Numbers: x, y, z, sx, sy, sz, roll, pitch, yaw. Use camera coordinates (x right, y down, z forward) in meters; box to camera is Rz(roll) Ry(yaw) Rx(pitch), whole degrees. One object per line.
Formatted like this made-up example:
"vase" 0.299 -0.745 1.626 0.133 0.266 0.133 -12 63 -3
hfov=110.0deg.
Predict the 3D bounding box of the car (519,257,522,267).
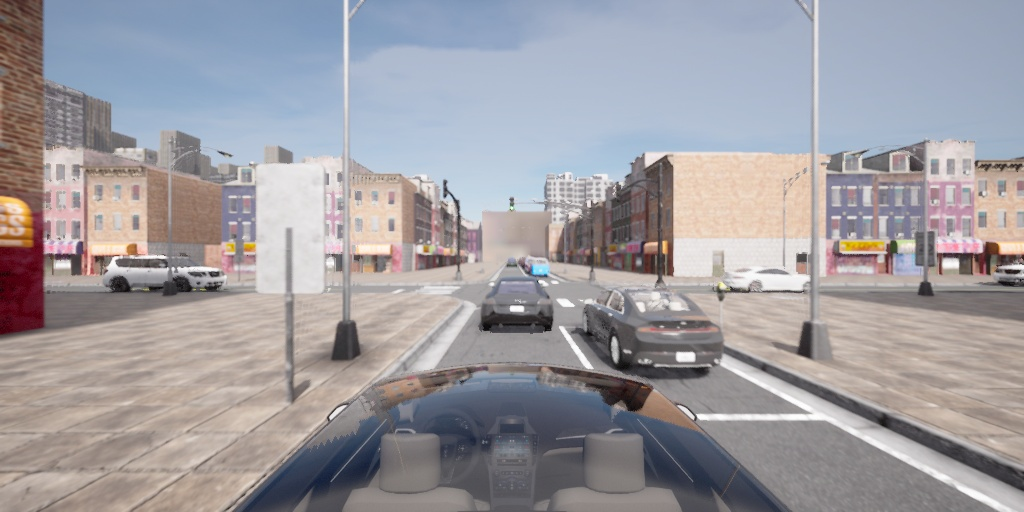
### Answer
"car" 2.629 1.072 56.527 2.192 1.841 5.009 0 0 0

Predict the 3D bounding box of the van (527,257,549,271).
"van" 2.633 1.087 34.629 1.690 1.789 3.998 0 0 0

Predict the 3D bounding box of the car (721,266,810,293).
"car" 14.017 1.281 19.635 4.674 1.442 1.812 0 0 -1

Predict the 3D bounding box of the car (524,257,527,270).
"car" 2.632 1.188 40.105 1.967 1.591 4.097 0 0 0

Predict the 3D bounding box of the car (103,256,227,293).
"car" -19.121 0.993 19.886 5.566 2.045 2.150 0 0 0

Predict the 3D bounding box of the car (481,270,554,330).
"car" 0.203 1.309 11.106 1.994 1.385 4.181 0 0 2

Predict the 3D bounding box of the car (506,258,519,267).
"car" -0.010 1.327 64.667 1.994 1.385 4.181 0 0 0

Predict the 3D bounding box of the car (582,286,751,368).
"car" 2.637 1.297 7.627 2.007 1.370 4.403 0 0 0

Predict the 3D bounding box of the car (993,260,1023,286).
"car" 34.169 0.967 22.583 5.566 2.045 2.150 0 0 0

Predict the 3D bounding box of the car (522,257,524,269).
"car" 2.631 1.190 45.580 1.967 1.591 4.097 0 0 0
